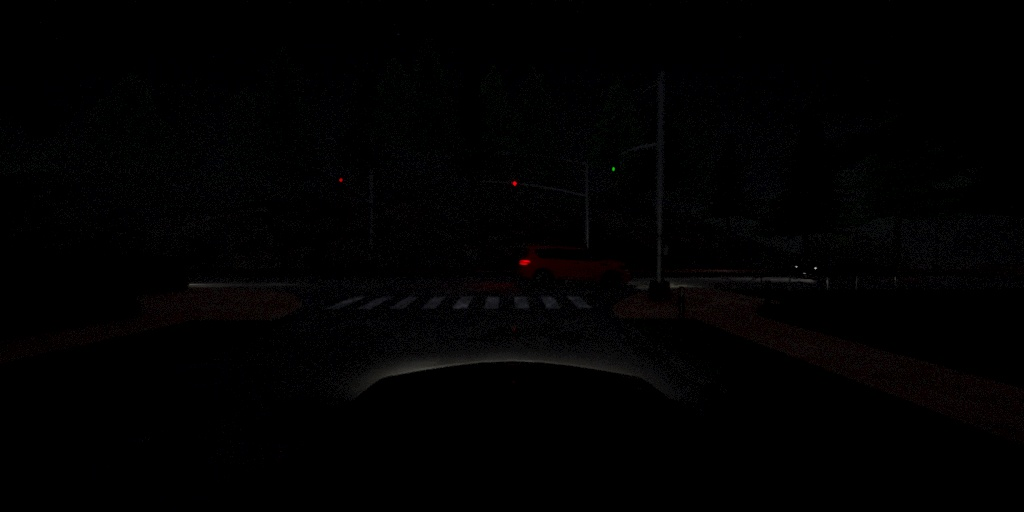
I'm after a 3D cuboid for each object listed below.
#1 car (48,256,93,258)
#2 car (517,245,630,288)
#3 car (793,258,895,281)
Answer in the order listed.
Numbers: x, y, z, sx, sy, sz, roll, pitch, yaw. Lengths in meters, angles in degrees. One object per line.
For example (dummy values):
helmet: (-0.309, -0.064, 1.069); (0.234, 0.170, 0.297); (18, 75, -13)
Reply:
car: (-22.299, 0.766, 18.344); (4.902, 1.511, 2.128); (1, 1, 0)
car: (3.053, 0.525, 18.225); (5.566, 2.045, 2.150); (2, 2, 0)
car: (20.013, 0.780, 21.792); (4.718, 1.301, 1.895); (0, 1, 0)
